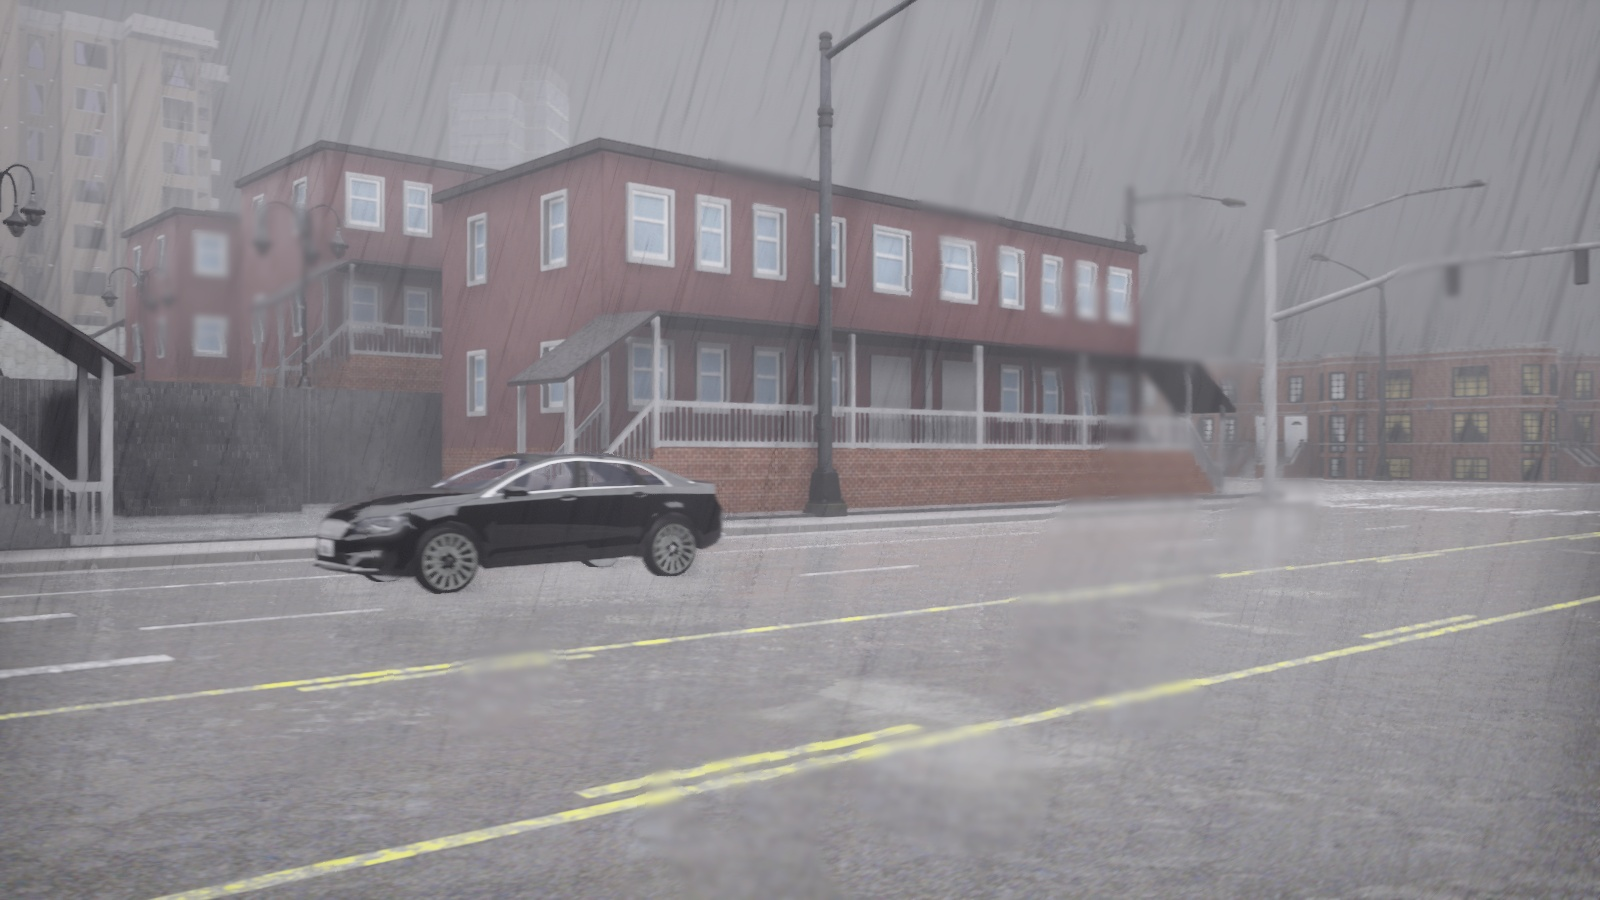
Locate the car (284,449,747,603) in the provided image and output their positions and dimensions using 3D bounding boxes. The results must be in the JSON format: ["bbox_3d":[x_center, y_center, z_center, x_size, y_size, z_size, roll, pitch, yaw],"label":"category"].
[{"bbox_3d":[-3.222,0.756,14.835,4.902,1.511,2.128,0,0,-40],"label":"car"}]
